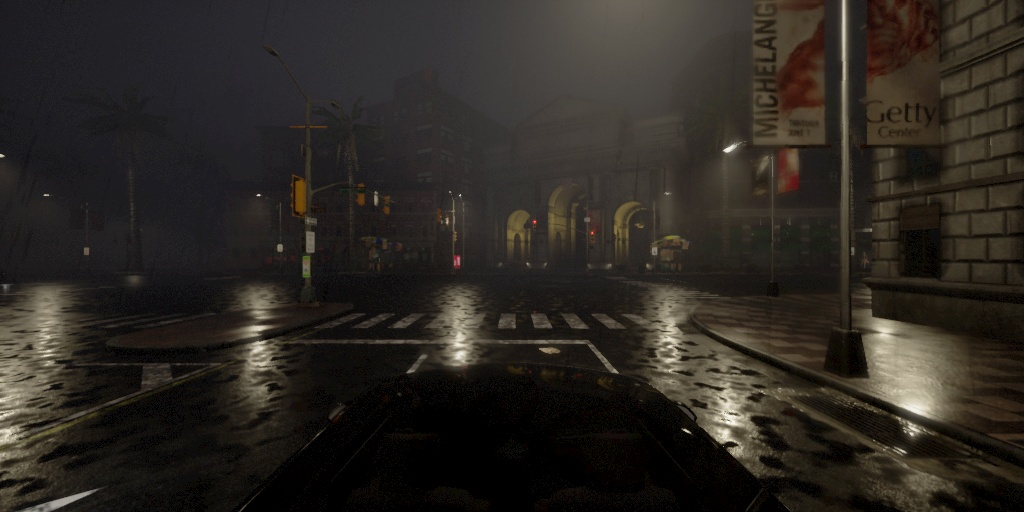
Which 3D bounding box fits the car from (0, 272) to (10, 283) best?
[{"bbox_3d":[-38.891,1.353,25.282,4.718,1.301,1.895,0,0,0],"label":"car"}]
